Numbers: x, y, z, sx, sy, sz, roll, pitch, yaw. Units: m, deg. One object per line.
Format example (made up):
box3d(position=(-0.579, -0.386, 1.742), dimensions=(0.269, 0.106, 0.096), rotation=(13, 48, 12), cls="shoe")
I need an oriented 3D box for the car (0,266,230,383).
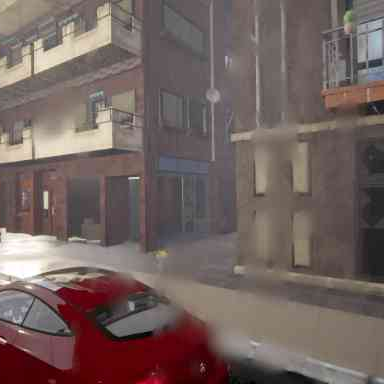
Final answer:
box3d(position=(-1.566, 1.583, 3.970), dimensions=(4.206, 1.307, 1.802), rotation=(0, -1, 36), cls="car")
